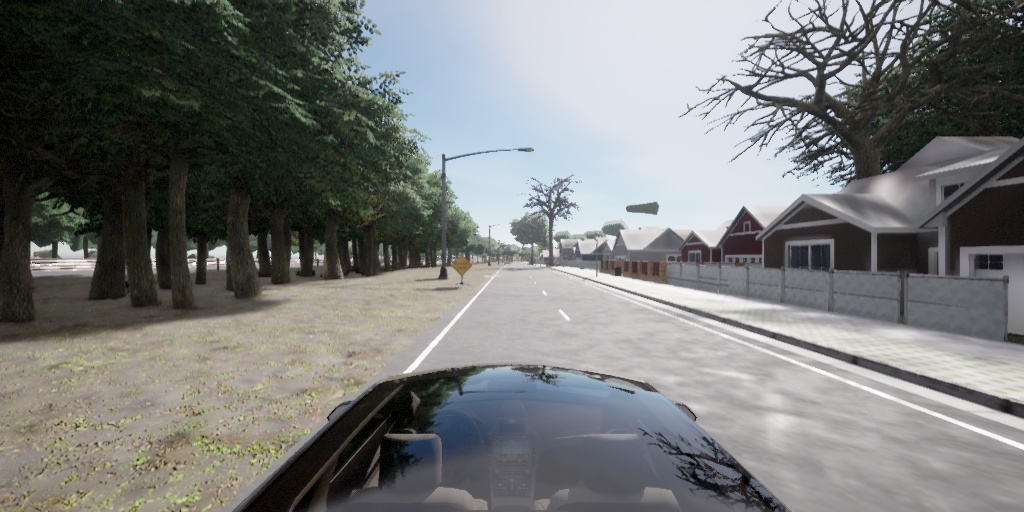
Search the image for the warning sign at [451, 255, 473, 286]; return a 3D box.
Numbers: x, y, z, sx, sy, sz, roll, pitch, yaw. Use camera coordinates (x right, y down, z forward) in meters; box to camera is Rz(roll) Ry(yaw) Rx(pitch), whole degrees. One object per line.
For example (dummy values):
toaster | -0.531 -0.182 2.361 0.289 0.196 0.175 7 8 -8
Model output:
warning sign | -3.050 0.864 21.885 1.300 1.860 1.060 0 0 0
